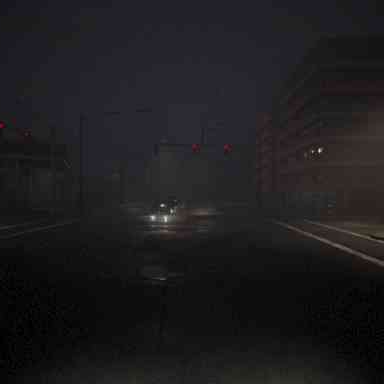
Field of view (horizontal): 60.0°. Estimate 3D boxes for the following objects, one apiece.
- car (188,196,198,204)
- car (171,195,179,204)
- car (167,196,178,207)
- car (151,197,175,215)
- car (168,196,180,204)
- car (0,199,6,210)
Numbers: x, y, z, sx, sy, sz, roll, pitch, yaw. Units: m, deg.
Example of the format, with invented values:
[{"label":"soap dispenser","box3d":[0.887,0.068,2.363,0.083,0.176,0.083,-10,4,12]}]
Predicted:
[{"label":"car","box3d":[0.248,1.525,64.987,1.812,1.442,4.674,0,0,0]},{"label":"car","box3d":[-3.331,1.352,52.538,2.097,1.767,4.553,0,0,0]},{"label":"car","box3d":[-3.256,1.564,43.942,1.994,1.385,4.181,0,0,0]},{"label":"car","box3d":[-3.174,1.547,34.701,2.033,1.411,5.357,0,0,-1]},{"label":"car","box3d":[-3.393,1.564,62.555,1.994,1.385,4.181,0,0,0]},{"label":"car","box3d":[-24.053,1.455,38.905,3.806,1.475,1.970,0,0,1]}]
